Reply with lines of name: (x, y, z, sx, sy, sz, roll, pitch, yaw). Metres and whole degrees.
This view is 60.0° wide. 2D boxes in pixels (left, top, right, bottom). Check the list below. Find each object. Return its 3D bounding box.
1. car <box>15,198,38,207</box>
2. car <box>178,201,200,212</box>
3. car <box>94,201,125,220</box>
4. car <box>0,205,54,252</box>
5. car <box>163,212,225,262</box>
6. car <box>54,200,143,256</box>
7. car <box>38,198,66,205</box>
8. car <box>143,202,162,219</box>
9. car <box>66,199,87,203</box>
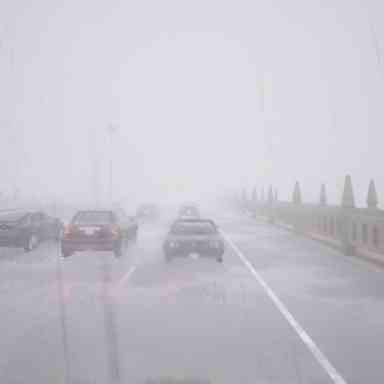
car: (-21.878, 1.560, 44.731, 1.837, 1.490, 4.892, 0, -1, -1)
car: (-0.298, 1.560, 29.999, 1.812, 1.442, 4.674, 0, 0, -2)
car: (-7.299, 1.561, 29.886, 1.812, 1.442, 4.674, 0, 0, -2)
car: (-6.956, 1.521, 14.018, 1.837, 1.490, 4.892, 0, 0, 0)
car: (0.060, 1.615, 12.177, 1.895, 1.301, 4.718, 0, 0, 0)
car: (-3.453, 1.369, 13.275, 2.097, 1.767, 4.553, 0, 0, 0)
car: (-18.380, 1.559, 44.828, 1.837, 1.490, 4.892, 0, -1, -1)
car: (-3.781, 1.598, 29.509, 1.994, 1.385, 4.181, 0, 0, -1)
car: (-14.880, 1.617, 44.788, 1.994, 1.385, 4.181, 0, 0, -1)
